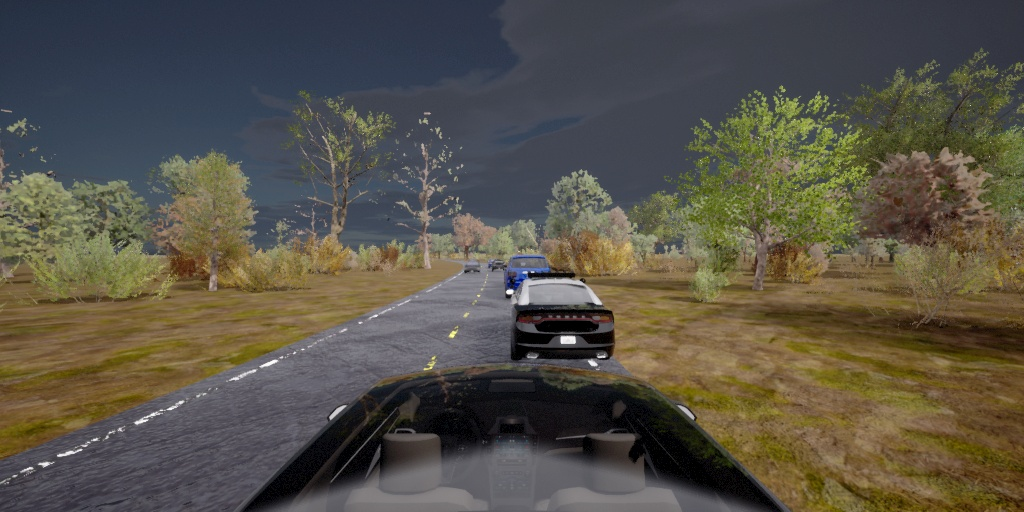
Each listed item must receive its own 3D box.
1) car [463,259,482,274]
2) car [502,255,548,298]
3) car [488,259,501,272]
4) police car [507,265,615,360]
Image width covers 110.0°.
[{"bbox_3d":[-4.456,1.297,40.755,2.033,1.411,5.357,0,0,-4],"label":"car"},{"bbox_3d":[0.716,0.972,18.431,2.150,2.045,5.566,0,0,-2],"label":"car"},{"bbox_3d":[-1.787,1.254,46.959,1.837,1.490,4.892,0,0,-5],"label":"car"},{"bbox_3d":[0.899,1.174,8.463,1.930,1.638,5.238,0,0,0],"label":"police car"}]
